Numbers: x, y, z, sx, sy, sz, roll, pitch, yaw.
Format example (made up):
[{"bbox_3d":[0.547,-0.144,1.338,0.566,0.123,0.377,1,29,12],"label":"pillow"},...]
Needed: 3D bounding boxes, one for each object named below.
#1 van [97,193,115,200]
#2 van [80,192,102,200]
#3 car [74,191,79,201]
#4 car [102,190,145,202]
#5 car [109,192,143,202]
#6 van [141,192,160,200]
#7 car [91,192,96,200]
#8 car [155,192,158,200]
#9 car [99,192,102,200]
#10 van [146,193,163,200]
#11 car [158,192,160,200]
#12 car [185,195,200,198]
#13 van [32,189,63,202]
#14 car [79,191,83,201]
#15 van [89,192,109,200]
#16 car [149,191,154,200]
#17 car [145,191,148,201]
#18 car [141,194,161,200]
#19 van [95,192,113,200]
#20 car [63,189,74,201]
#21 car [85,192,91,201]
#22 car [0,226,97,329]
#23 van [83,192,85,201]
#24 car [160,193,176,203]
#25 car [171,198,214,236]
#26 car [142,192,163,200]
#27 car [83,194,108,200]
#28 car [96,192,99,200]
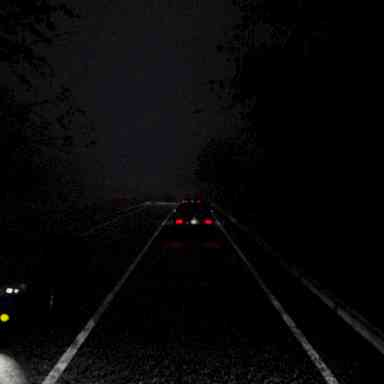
[{"bbox_3d":[-23.725,1.208,91.973,4.442,1.987,1.878,0,-2,0],"label":"van"},{"bbox_3d":[-23.698,0.921,78.142,4.442,1.987,1.878,0,-1,0],"label":"van"},{"bbox_3d":[-23.359,0.831,58.752,5.366,1.575,1.946,0,-1,0],"label":"car"},{"bbox_3d":[-10.262,0.800,50.246,5.366,1.575,1.946,0,-1,0],"label":"car"},{"bbox_3d":[-10.459,0.825,53.014,4.892,1.521,2.231,0,-1,0],"label":"car"},{"bbox_3d":[-10.396,1.070,83.544,4.442,1.987,1.878,0,-1,0],"label":"van"},{"bbox_3d":[-23.560,1.009,69.704,5.008,1.535,2.097,0,-1,0],"label":"car"},{"bbox_3d":[-10.497,1.114,72.437,5.008,1.535,2.097,0,-1,0],"label":"car"},{"bbox_3d":[-23.571,1.103,75.369,4.892,1.521,2.231,0,-1,0],"label":"car"},{"bbox_3d":[-10.412,1.265,91.854,4.442,1.987,1.878,0,-2,0],"label":"van"},{"bbox_3d":[-10.511,1.290,80.764,4.674,1.452,2.002,0,-1,0],"label":"car"},{"bbox_3d":[0.027,0.961,33.579,2.033,1.411,5.357,0,0,0],"label":"car"},{"bbox_3d":[-23.649,0.537,53.095,4.442,1.987,1.878,0,-1,0],"label":"van"},{"bbox_3d":[-23.543,0.877,61.519,4.892,1.521,2.231,0,-1,0],"label":"car"},{"bbox_3d":[-23.475,1.012,83.681,4.442,1.987,1.878,0,-1,0],"label":"van"},{"bbox_3d":[-10.440,0.682,61.338,5.566,2.045,2.435,0,-1,0],"label":"car"},{"bbox_3d":[-10.465,0.853,55.786,5.008,1.535,2.097,0,-1,0],"label":"car"},{"bbox_3d":[-10.548,1.370,86.322,4.792,1.488,2.163,0,-1,0],"label":"car"},{"bbox_3d":[-23.486,1.115,89.072,4.442,1.987,1.878,0,-1,0],"label":"van"},{"bbox_3d":[-23.565,0.543,55.987,5.566,2.045,2.435,0,-1,0],"label":"car"},{"bbox_3d":[-23.528,0.841,67.061,4.553,1.767,2.185,0,-1,0],"label":"car"},{"bbox_3d":[-3.359,1.422,6.664,1.994,1.385,4.181,0,1,0],"label":"car"},{"bbox_3d":[-23.671,0.695,64.293,4.442,1.987,1.878,0,-1,0],"label":"van"},{"bbox_3d":[-3.437,0.893,51.456,1.837,1.490,4.892,0,-1,0],"label":"car"},{"bbox_3d":[0.069,1.225,16.082,2.033,1.411,5.357,0,1,0],"label":"car"},{"bbox_3d":[-10.551,1.149,89.080,5.566,2.045,2.435,0,-2,0],"label":"car"},{"bbox_3d":[-23.403,1.190,80.910,5.366,1.575,1.946,0,-1,0],"label":"car"},{"bbox_3d":[-23.566,1.057,72.599,5.008,1.535,2.097,0,-1,0],"label":"car"}]
